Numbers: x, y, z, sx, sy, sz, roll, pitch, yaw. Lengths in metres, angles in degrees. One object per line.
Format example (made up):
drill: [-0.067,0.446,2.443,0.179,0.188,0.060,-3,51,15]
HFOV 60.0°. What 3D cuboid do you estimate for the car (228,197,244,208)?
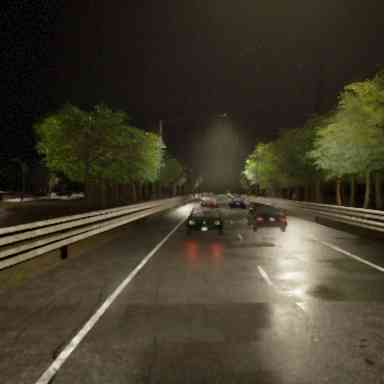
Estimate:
car: [5.783,1.388,43.151,1.994,1.385,4.181,0,0,3]

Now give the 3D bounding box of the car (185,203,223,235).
car: [0.739,1.507,18.333,1.895,1.301,4.718,0,0,4]

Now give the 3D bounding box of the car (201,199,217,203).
car: [2.007,1.418,38.677,1.895,1.301,4.718,0,0,4]

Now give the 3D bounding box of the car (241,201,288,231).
car: [4.355,1.469,19.913,2.033,1.411,5.357,0,0,4]
